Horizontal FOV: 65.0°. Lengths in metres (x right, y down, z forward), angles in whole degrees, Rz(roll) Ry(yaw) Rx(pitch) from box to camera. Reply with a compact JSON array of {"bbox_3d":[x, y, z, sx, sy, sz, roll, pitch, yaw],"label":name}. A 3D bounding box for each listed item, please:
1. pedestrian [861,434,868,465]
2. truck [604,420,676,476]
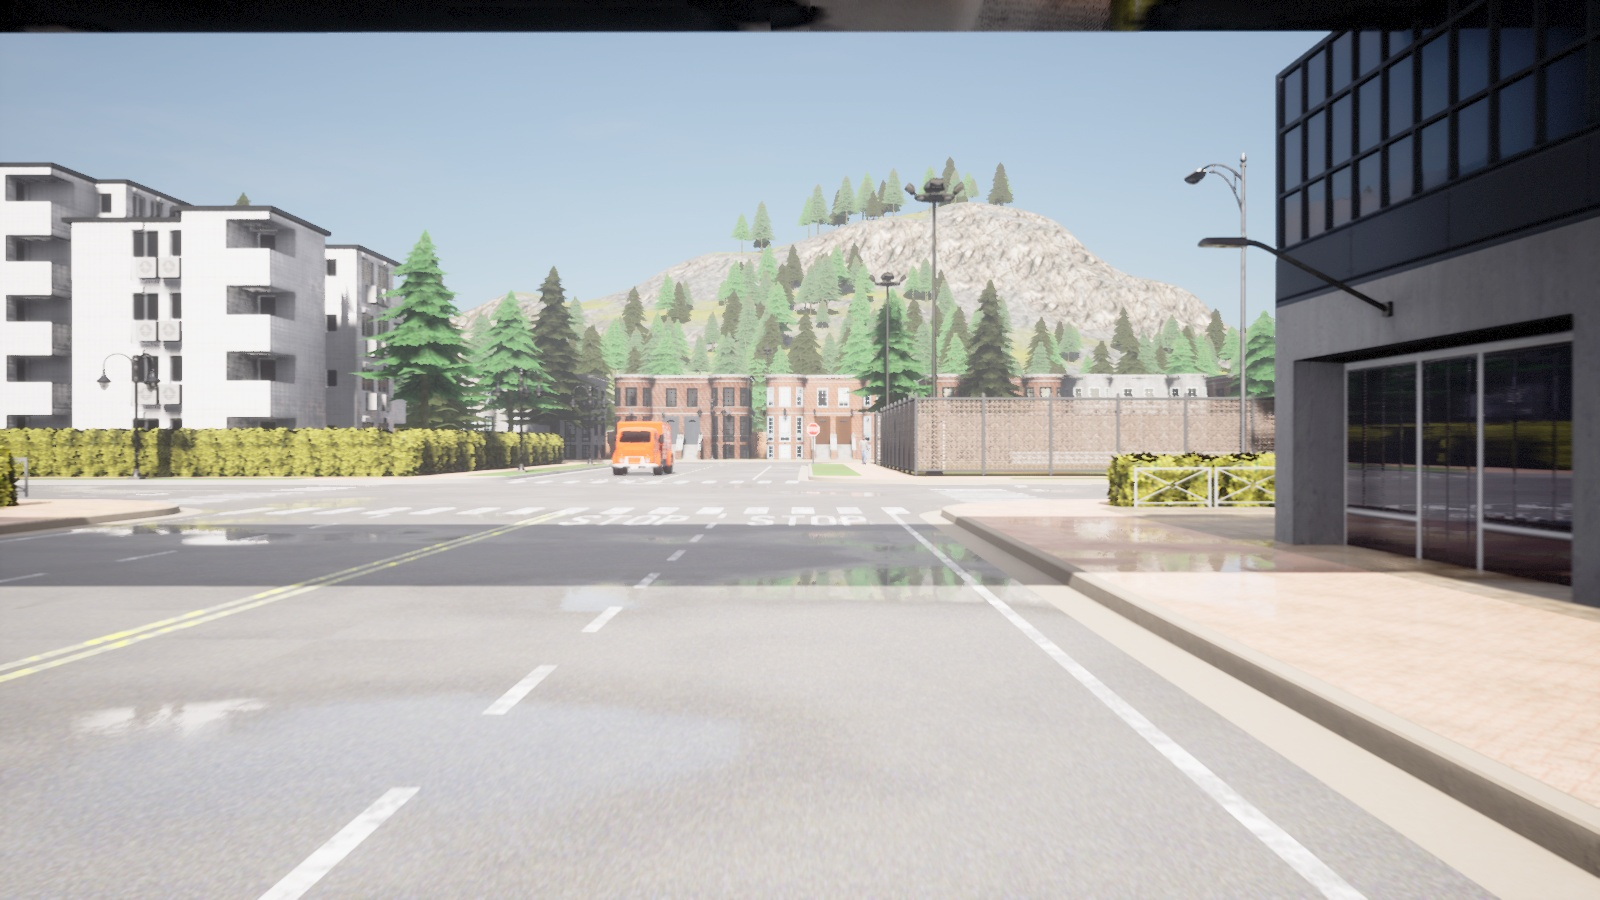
[{"bbox_3d":[3.871,-0.028,75.598,0.354,1.836,0.706,0,0,0],"label":"pedestrian"},{"bbox_3d":[-7.312,-0.089,57.908,2.627,2.467,5.204,0,0,0],"label":"truck"}]
